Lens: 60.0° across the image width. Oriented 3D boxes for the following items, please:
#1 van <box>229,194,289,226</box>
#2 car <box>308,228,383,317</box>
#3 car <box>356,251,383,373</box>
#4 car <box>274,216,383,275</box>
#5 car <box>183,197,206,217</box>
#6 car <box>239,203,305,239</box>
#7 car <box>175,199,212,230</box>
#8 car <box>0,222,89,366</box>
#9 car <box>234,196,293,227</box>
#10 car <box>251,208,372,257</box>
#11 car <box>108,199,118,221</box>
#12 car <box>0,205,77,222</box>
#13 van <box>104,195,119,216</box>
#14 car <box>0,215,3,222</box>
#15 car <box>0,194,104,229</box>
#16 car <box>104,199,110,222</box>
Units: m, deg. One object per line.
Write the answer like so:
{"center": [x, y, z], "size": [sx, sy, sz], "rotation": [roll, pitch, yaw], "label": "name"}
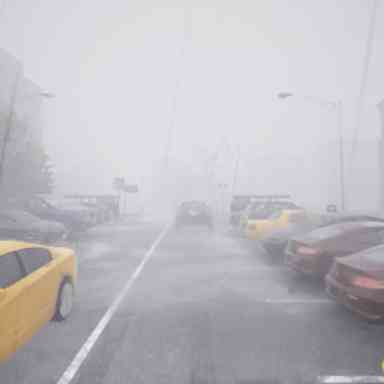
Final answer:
{"center": [4.798, 1.144, 22.288], "size": [4.442, 1.987, 1.878], "rotation": [0, 0, 0], "label": "van"}
{"center": [4.678, 1.485, 5.556], "size": [4.674, 1.452, 2.002], "rotation": [0, 0, 0], "label": "car"}
{"center": [4.495, 1.460, 2.640], "size": [5.366, 1.575, 1.946], "rotation": [0, 0, 0], "label": "car"}
{"center": [4.677, 1.469, 8.223], "size": [4.674, 1.452, 2.002], "rotation": [0, 0, 0], "label": "car"}
{"center": [0.280, 1.458, 32.992], "size": [2.097, 1.767, 4.553], "rotation": [0, -2, 3], "label": "car"}
{"center": [4.866, 1.391, 13.804], "size": [5.366, 1.575, 1.946], "rotation": [0, 0, 0], "label": "car"}
{"center": [0.101, 1.239, 20.383], "size": [2.097, 1.767, 4.553], "rotation": [0, 0, 0], "label": "car"}
{"center": [-3.100, 1.450, 4.314], "size": [1.882, 1.535, 5.008], "rotation": [0, 0, 0], "label": "car"}
{"center": [4.649, 1.251, 16.722], "size": [4.553, 1.767, 2.185], "rotation": [0, 0, 0], "label": "car"}
{"center": [4.651, 1.441, 11.012], "size": [4.792, 1.488, 2.163], "rotation": [0, 0, 0], "label": "car"}
{"center": [-7.679, 1.398, 22.026], "size": [4.792, 1.488, 2.163], "rotation": [0, 0, 0], "label": "car"}
{"center": [-7.620, 1.425, 13.666], "size": [4.792, 1.488, 2.163], "rotation": [0, 0, 0], "label": "car"}
{"center": [-7.766, 1.168, 24.814], "size": [4.442, 1.987, 1.878], "rotation": [0, 0, 0], "label": "van"}
{"center": [-7.679, 1.459, 8.079], "size": [4.792, 1.488, 2.163], "rotation": [0, 0, 0], "label": "car"}
{"center": [-7.621, 1.127, 16.458], "size": [5.566, 2.045, 2.435], "rotation": [0, 0, 0], "label": "car"}
{"center": [-7.649, 1.365, 19.194], "size": [5.008, 1.535, 2.097], "rotation": [0, 0, 0], "label": "car"}
